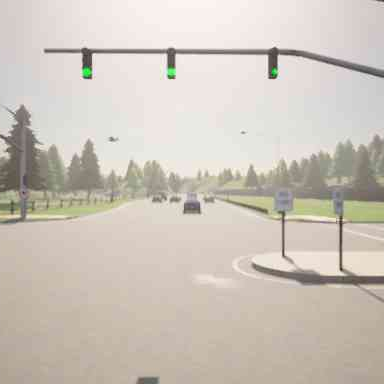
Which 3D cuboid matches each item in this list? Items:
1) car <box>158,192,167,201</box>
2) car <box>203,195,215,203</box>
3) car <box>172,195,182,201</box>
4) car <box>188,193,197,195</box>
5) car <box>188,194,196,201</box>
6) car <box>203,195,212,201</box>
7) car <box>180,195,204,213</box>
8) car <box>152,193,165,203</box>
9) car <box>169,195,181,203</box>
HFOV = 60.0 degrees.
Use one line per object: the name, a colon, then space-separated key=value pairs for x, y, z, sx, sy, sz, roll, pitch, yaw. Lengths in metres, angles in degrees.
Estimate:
car: x=-6.983 y=1.028 z=77.465 sx=2.150 sy=2.045 sz=5.566 roll=0 pitch=0 yaw=0
car: x=3.515 y=1.402 z=67.014 sx=2.128 sy=1.511 sz=4.902 roll=0 pitch=0 yaw=0
car: x=-3.483 y=1.355 z=77.435 sx=1.994 sy=1.385 sz=4.181 roll=0 pitch=0 yaw=0
car: x=0.015 y=1.130 z=67.044 sx=2.150 sy=2.045 sz=5.566 roll=0 pitch=0 yaw=0
car: x=0.017 y=1.281 z=77.434 sx=1.882 sy=1.535 sz=5.008 roll=0 pitch=0 yaw=0
car: x=3.517 y=1.327 z=77.433 sx=1.812 sy=1.442 sz=4.674 roll=0 pitch=0 yaw=0
car: x=0.008 y=1.428 z=36.406 sx=1.882 sy=1.535 sz=5.008 roll=0 pitch=0 yaw=0
car: x=-6.985 y=1.410 z=67.016 sx=1.837 sy=1.490 sz=4.892 roll=0 pitch=0 yaw=0
car: x=-3.485 y=1.410 z=67.016 sx=1.837 sy=1.490 sz=4.892 roll=0 pitch=0 yaw=0
